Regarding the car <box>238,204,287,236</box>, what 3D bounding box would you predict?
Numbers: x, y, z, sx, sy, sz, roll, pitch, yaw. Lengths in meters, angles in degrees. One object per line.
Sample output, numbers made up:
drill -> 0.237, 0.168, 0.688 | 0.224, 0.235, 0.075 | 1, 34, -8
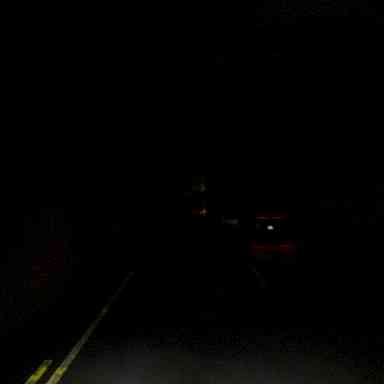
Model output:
car -> 3.601, 1.403, 17.701 | 2.128, 1.511, 4.902 | 0, 0, 0

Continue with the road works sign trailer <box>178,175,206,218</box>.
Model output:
road works sign trailer -> 0.001, 0.324, 28.215 | 2.380, 3.560, 2.880 | 0, 0, 0
